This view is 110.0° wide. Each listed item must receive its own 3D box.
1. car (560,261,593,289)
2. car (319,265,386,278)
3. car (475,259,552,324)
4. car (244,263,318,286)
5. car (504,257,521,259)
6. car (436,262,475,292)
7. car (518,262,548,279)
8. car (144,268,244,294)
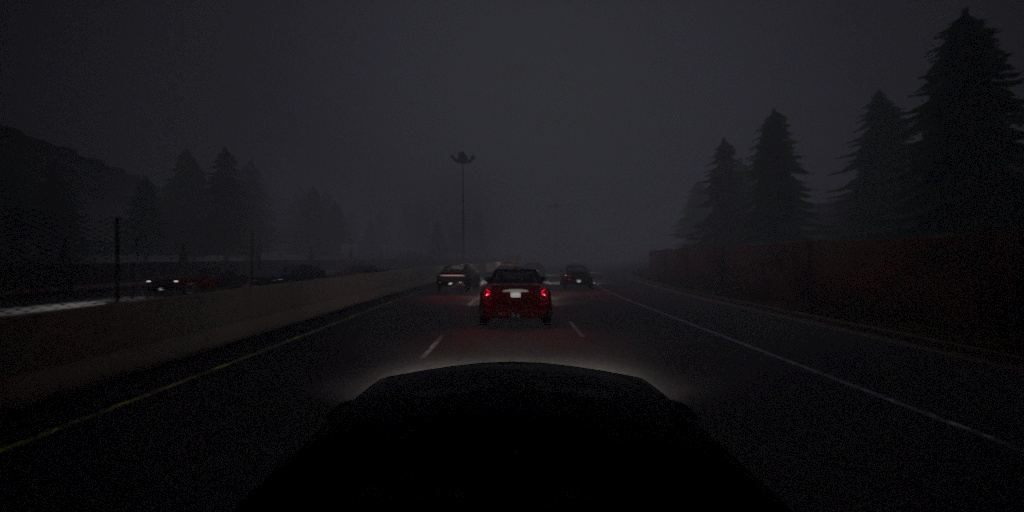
[{"bbox_3d":[4.095,1.270,23.110,1.812,1.442,4.674,0,0,5],"label":"car"},{"bbox_3d":[-10.171,1.291,23.884,2.033,1.411,5.357,0,0,5],"label":"car"},{"bbox_3d":[0.113,1.099,12.069,2.097,1.767,4.553,0,0,0],"label":"car"},{"bbox_3d":[-13.695,1.222,22.407,1.882,1.535,5.008,0,0,4],"label":"car"},{"bbox_3d":[-0.120,1.217,39.154,1.882,1.535,5.008,0,0,14],"label":"car"},{"bbox_3d":[-3.069,1.236,21.147,2.128,1.511,4.902,0,0,3],"label":"car"},{"bbox_3d":[2.100,1.289,33.638,2.033,1.411,5.357,0,0,12],"label":"car"},{"bbox_3d":[-17.389,1.345,20.076,1.895,1.301,4.718,0,0,3],"label":"car"}]
